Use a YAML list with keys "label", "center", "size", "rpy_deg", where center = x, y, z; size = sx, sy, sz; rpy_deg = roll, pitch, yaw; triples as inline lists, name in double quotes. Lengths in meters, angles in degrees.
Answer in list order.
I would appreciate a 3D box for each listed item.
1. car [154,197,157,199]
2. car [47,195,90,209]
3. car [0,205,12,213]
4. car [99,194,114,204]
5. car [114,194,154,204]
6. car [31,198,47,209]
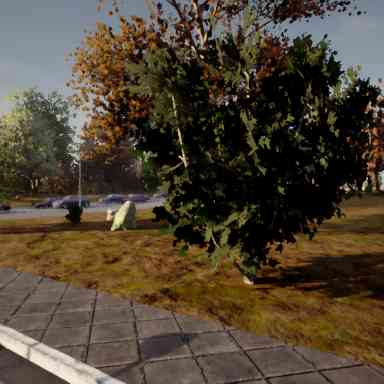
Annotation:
- label: "car"
  center: [-5.095, 0.408, 60.935]
  size: [2.128, 1.511, 4.902]
  rpy_deg: [0, 3, 40]
- label: "car"
  center: [-15.490, 1.179, 42.650]
  size: [2.097, 1.767, 4.553]
  rpy_deg: [0, 2, 39]
- label: "car"
  center: [-21.768, 1.646, 34.901]
  size: [1.895, 1.301, 4.718]
  rpy_deg: [0, 1, 39]
- label: "car"
  center: [-12.338, 1.009, 52.076]
  size: [1.812, 1.442, 4.674]
  rpy_deg: [0, 2, 39]
- label: "car"
  center: [-8.798, 0.959, 50.901]
  size: [2.033, 1.411, 5.357]
  rpy_deg: [0, 3, 39]
- label: "car"
  center: [-18.552, 1.401, 44.433]
  size: [2.033, 1.411, 5.357]
  rpy_deg: [0, 2, 39]
